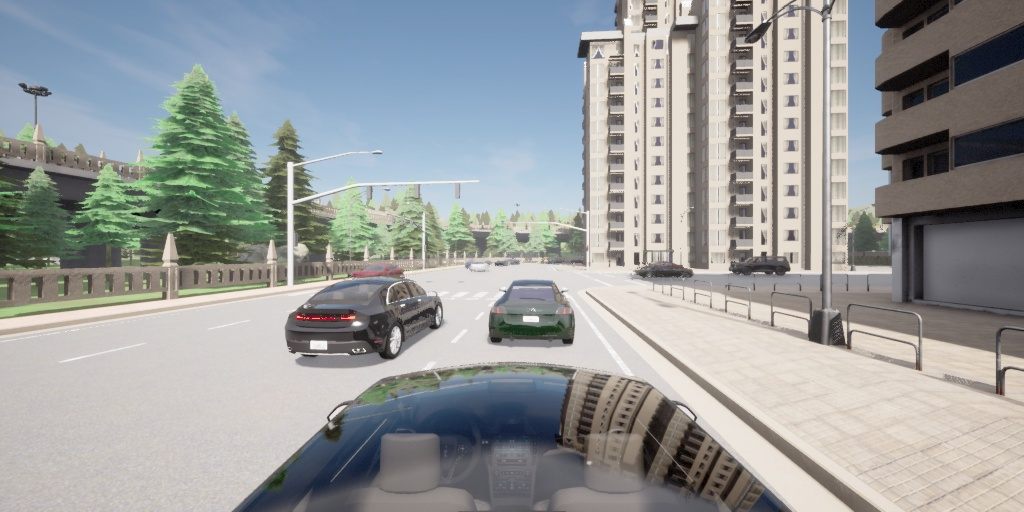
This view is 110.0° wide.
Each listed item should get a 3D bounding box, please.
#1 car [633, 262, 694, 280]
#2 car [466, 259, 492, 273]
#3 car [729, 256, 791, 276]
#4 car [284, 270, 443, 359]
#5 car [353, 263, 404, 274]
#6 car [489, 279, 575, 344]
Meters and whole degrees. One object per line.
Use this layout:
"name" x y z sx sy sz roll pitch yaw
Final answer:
"car" 13.269 1.406 31.474 4.718 1.301 1.895 0 0 3
"car" -3.958 1.275 44.095 1.812 1.442 4.674 0 0 4
"car" 26.144 1.027 37.910 5.566 2.045 2.150 0 0 4
"car" -3.042 1.255 8.455 1.837 1.490 4.892 0 0 5
"car" -8.993 1.227 24.352 1.882 1.535 5.008 0 0 4
"car" 0.573 1.314 9.650 1.994 1.385 4.181 0 0 5
